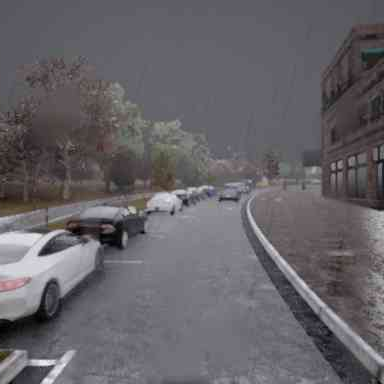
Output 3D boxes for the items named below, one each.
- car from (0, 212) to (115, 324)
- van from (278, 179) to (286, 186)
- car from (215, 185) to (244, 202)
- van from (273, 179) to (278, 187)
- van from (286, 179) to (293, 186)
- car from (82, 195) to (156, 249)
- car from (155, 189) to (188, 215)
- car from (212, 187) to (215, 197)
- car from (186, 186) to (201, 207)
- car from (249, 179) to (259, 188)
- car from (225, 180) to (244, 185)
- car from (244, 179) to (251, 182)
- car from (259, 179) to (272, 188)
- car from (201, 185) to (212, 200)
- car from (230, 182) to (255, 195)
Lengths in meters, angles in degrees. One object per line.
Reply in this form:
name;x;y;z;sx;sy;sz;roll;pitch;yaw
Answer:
car;-3.347;1.494;7.160;2.002;1.452;4.674;-2;2;1
van;22.126;-2.397;86.677;1.878;1.987;4.442;-2;2;34
car;4.004;0.266;34.832;1.994;1.385;4.181;0;3;13
van;19.101;-2.189;81.976;1.878;1.987;4.442;-2;2;29
van;25.310;-2.595;91.269;1.878;1.987;4.442;-2;2;35
car;-3.129;1.174;13.292;2.097;1.535;5.008;1;3;7
car;-1.896;0.778;23.747;2.002;1.452;4.674;-1;2;9
car;1.791;-0.089;41.611;2.097;1.535;5.008;0;3;15
car;-0.863;0.467;29.887;2.097;1.535;5.008;0;3;11
car;11.088;-1.531;67.164;2.435;2.045;5.566;-3;2;25
car;6.699;-0.789;56.867;2.231;1.521;4.892;-3;2;22
car;8.803;-1.034;62.041;2.231;1.521;4.892;-3;2;23
car;16.316;-1.753;77.227;1.946;1.575;5.366;-2;2;31
car;0.263;0.197;35.478;2.231;1.521;4.892;0;3;13
car;7.131;-0.295;46.546;2.033;1.411;5.357;0;3;18
